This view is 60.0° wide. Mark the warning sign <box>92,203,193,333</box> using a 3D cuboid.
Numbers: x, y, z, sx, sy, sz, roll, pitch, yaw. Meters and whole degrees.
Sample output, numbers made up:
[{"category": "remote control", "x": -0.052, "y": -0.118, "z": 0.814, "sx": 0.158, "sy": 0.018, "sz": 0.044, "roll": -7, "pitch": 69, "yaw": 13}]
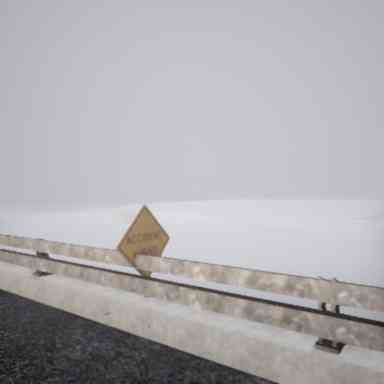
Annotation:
[{"category": "warning sign", "x": -0.822, "y": 1.144, "z": 5.732, "sx": 1.060, "sy": 1.860, "sz": 1.300, "roll": -2, "pitch": 0, "yaw": 36}]
